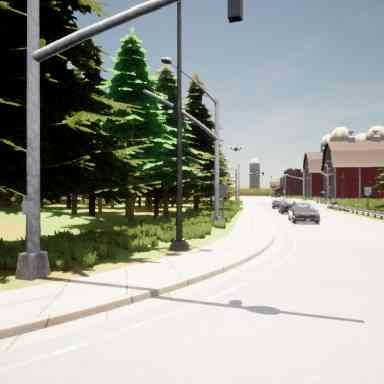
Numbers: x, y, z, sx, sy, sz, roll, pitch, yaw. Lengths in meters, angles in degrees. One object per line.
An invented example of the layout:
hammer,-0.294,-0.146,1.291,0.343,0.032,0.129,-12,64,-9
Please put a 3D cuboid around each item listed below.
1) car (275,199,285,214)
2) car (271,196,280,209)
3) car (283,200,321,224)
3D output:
car,10.122,1.601,34.781,1.895,1.301,4.718,0,0,10
car,11.798,1.564,44.704,1.994,1.385,4.181,0,0,9
car,8.387,1.547,25.287,2.033,1.411,5.357,0,0,11
